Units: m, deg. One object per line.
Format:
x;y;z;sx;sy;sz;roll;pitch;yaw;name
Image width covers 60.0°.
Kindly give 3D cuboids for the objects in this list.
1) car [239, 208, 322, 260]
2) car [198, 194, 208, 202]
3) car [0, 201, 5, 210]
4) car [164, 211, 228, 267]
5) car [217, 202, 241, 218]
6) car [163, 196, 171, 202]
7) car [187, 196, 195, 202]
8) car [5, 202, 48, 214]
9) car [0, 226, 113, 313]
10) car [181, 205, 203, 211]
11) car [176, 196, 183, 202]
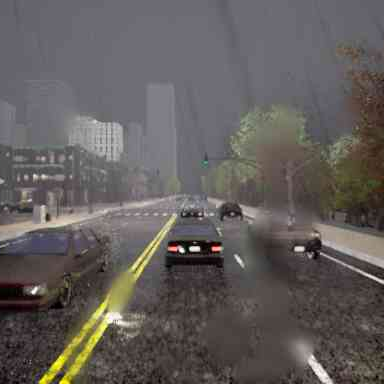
3.313;1.562;12.698;2.128;1.511;4.902;0;0;0;car
2.973;1.606;88.628;2.150;2.045;5.566;0;0;0;car
-28.439;2.104;49.488;4.403;1.369;2.008;-1;1;0;car
0.066;1.612;11.575;2.033;1.411;5.357;0;0;0;car
3.262;1.639;29.301;1.882;1.535;5.008;0;0;0;car
-6.786;1.975;91.709;1.882;1.535;5.008;0;0;0;car
-0.277;1.880;89.001;1.882;1.535;5.008;0;0;0;car
-20.079;2.055;41.003;4.313;1.339;1.947;-1;1;0;car
-3.373;1.595;8.206;2.033;1.411;5.357;0;0;0;car
0.017;1.755;27.788;1.895;1.301;4.718;0;0;0;car
-3.536;1.973;91.719;1.882;1.535;5.008;0;0;0;car
